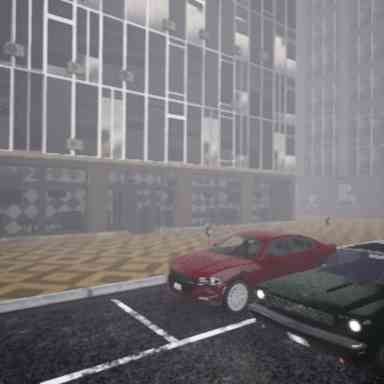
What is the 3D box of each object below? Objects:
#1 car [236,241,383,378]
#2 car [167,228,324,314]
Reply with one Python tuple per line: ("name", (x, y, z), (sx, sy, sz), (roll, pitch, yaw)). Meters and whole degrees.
("car", (3.186, 1.628, 5.637), (4.718, 1.301, 1.895), (0, 0, -35))
("car", (1.559, 1.570, 7.674), (4.507, 1.381, 1.887), (0, 0, -35))
